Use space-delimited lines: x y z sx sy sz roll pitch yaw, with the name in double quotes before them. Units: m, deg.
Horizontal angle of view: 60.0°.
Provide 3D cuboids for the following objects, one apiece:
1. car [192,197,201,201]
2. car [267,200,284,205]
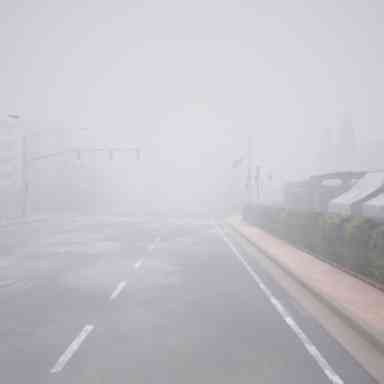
"car" 1.215 2.183 94.383 1.837 1.490 4.892 0 -1 35
"car" 10.415 1.541 36.411 4.553 1.767 2.097 0 -1 1
